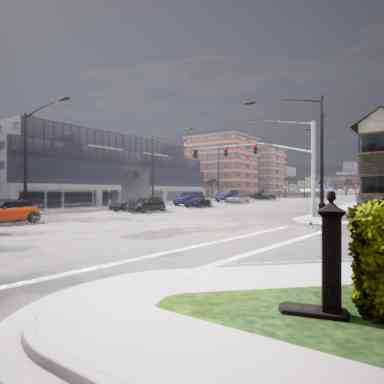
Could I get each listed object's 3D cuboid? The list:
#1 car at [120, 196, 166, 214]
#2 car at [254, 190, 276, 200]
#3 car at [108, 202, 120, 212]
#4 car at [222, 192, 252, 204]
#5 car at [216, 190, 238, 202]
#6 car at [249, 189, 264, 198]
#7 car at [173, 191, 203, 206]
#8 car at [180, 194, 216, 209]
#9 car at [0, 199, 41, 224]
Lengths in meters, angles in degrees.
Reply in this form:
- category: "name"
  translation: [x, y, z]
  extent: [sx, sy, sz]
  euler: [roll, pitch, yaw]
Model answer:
- category: "car"
  translation: [-4.774, 1.268, 34.584]
  extent: [2.097, 1.767, 4.553]
  euler: [0, 0, 35]
- category: "car"
  translation: [13.589, 0.835, 60.736]
  extent: [1.895, 1.301, 4.718]
  euler: [0, 1, 36]
- category: "car"
  translation: [-6.900, 1.458, 37.671]
  extent: [2.033, 1.411, 5.357]
  euler: [0, 0, 35]
- category: "car"
  translation: [7.056, 1.101, 51.473]
  extent: [1.895, 1.301, 4.718]
  euler: [0, 2, 35]
- category: "car"
  translation: [6.032, 0.632, 56.099]
  extent: [2.150, 2.045, 5.566]
  euler: [0, 1, 35]
- category: "car"
  translation: [12.608, 0.415, 65.381]
  extent: [2.150, 2.045, 5.566]
  euler: [0, 1, 36]
- category: "car"
  translation: [-0.369, 0.936, 46.981]
  extent: [2.150, 2.045, 5.566]
  euler: [0, 1, 35]
- category: "car"
  translation: [0.774, 1.340, 42.531]
  extent: [1.994, 1.385, 4.181]
  euler: [0, 1, 34]
- category: "car"
  translation: [-12.810, 1.339, 22.579]
  extent: [2.097, 1.767, 4.553]
  euler: [0, 0, 31]
